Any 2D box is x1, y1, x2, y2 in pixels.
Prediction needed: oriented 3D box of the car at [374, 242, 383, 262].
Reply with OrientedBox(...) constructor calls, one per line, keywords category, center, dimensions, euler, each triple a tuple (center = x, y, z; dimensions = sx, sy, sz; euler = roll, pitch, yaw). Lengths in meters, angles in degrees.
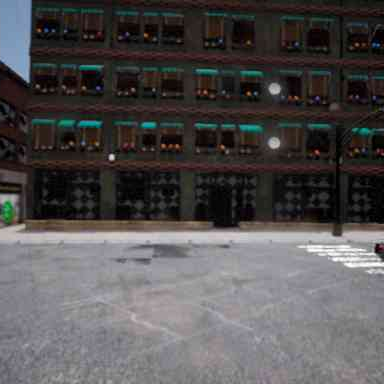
OrientedBox(category="car", center=(7.772, 1.680, 9.116), dimensions=(4.718, 1.301, 1.895), euler=(0, -1, -4))
